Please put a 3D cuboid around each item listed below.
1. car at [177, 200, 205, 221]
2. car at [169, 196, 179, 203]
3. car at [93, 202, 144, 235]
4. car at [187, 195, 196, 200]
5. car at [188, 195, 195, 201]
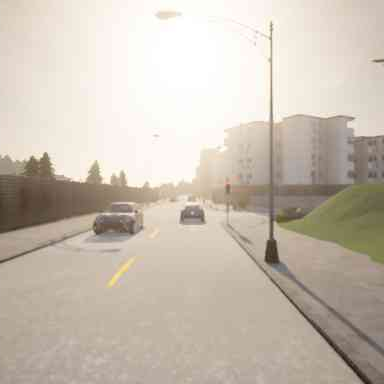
[{"bbox_3d":[0.041,1.609,27.841,1.994,1.385,4.181,0,0,0],"label":"car"},{"bbox_3d":[-4.020,1.670,74.101,1.994,1.385,4.181,0,0,0],"label":"car"},{"bbox_3d":[-4.047,1.382,18.995,2.097,1.767,4.553,0,0,1],"label":"car"},{"bbox_3d":[-0.022,1.481,80.693,2.097,1.767,4.553,0,0,0],"label":"car"},{"bbox_3d":[-0.023,1.540,90.725,1.837,1.490,4.892,0,0,0],"label":"car"}]
